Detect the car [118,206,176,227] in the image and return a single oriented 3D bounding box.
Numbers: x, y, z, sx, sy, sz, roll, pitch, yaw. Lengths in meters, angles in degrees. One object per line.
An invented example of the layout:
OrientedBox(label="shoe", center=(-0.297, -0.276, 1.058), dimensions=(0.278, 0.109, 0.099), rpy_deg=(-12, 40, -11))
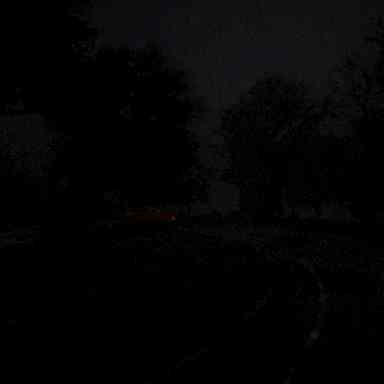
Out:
OrientedBox(label="car", center=(-3.695, 1.934, 26.979), dimensions=(5.008, 1.535, 1.882), rpy_deg=(-1, -2, 26))
